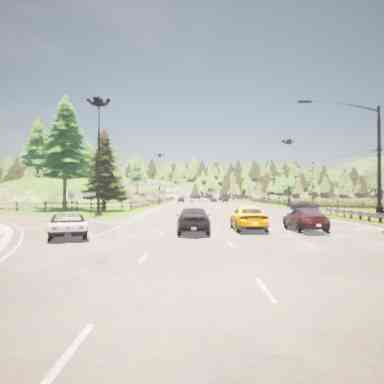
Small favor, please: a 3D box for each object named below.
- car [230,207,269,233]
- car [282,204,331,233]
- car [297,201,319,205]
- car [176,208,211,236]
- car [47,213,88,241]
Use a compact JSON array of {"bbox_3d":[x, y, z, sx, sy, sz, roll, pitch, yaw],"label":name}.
[{"bbox_3d":[3.597,1.690,21.459,1.882,1.535,5.008,0,-1,0],"label":"car"},{"bbox_3d":[7.097,1.733,20.906,1.812,1.442,4.674,0,-1,0],"label":"car"},{"bbox_3d":[16.420,2.043,48.533,1.994,1.385,4.181,0,-1,-37],"label":"car"},{"bbox_3d":[0.097,1.702,19.910,1.837,1.490,4.892,0,-1,0],"label":"car"},{"bbox_3d":[-6.707,1.778,17.899,1.895,1.301,4.718,0,-1,-21],"label":"car"}]
